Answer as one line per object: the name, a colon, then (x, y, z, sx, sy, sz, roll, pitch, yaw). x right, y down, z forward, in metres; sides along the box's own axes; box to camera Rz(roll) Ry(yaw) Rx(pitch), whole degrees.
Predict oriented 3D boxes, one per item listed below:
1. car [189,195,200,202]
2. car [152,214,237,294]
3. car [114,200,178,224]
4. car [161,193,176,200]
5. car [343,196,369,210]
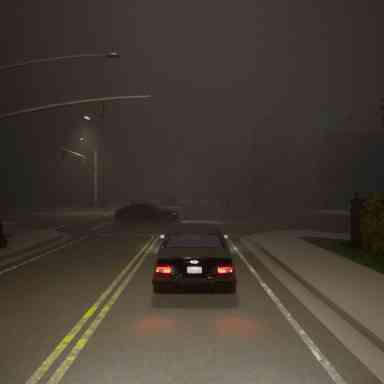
car: (0.564, 1.524, 78.927, 1.812, 1.442, 4.674, 0, 0, 12)
car: (0.054, 1.547, 8.913, 2.033, 1.411, 5.357, 0, 0, 0)
car: (-3.308, 1.543, 24.389, 4.674, 1.442, 1.812, 0, 0, -1)
car: (-3.713, 1.221, 53.947, 2.150, 2.045, 5.566, 0, 0, 0)
car: (20.133, 1.306, 38.833, 4.553, 1.767, 2.097, 0, 0, -1)
